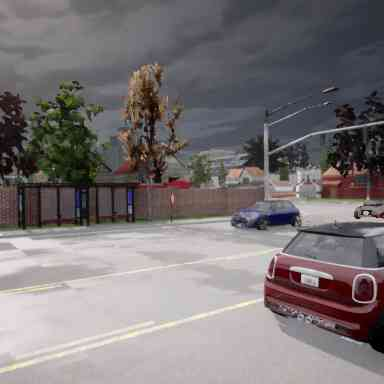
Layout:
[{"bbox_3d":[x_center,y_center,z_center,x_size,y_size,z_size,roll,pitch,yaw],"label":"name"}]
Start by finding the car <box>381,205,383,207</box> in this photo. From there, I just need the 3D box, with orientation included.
[{"bbox_3d":[12.075,1.073,21.130,4.181,1.385,1.994,-1,0,-36],"label":"car"}]

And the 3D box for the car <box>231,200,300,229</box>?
[{"bbox_3d":[4.512,1.300,20.095,4.553,1.767,2.097,0,0,-35],"label":"car"}]

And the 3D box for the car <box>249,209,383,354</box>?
[{"bbox_3d":[3.498,1.343,6.252,4.553,1.767,2.097,0,0,-36],"label":"car"}]
